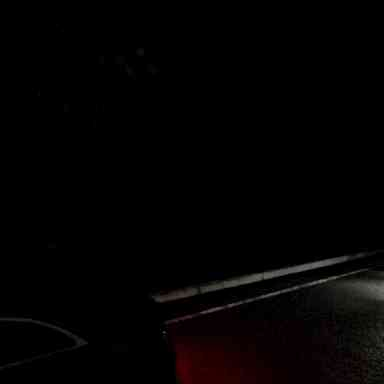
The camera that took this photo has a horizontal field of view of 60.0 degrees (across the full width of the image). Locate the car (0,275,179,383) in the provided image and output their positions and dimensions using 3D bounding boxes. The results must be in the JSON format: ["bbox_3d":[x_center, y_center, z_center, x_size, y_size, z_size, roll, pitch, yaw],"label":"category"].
[{"bbox_3d":[-2.411,1.490,2.271,4.902,1.511,2.128,0,0,-35],"label":"car"}]
